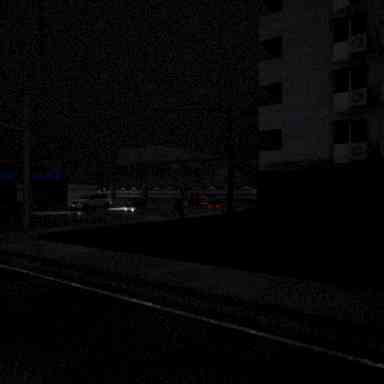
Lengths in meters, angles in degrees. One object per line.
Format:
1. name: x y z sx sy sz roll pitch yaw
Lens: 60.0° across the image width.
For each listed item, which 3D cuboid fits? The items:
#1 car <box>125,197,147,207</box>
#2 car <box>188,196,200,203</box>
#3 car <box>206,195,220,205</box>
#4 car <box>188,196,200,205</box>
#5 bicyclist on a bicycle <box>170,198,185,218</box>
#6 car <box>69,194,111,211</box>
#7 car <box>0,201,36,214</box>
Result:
1. car: -8.387 1.477 50.014 2.128 1.511 4.902 0 0 15
2. car: 0.354 1.549 67.487 1.994 1.385 4.181 0 0 -8
3. car: 3.882 1.514 58.485 1.812 1.442 4.674 0 0 4
4. car: 0.410 1.551 59.076 1.994 1.385 4.181 0 0 4
5. bicyclist on a bicycle: -1.203 1.294 27.316 1.656 1.620 0.582 0 0 36
6. car: -12.334 1.208 40.738 2.150 2.045 5.566 0 0 29
7. car: -17.921 1.588 32.486 1.895 1.301 4.718 0 0 35
